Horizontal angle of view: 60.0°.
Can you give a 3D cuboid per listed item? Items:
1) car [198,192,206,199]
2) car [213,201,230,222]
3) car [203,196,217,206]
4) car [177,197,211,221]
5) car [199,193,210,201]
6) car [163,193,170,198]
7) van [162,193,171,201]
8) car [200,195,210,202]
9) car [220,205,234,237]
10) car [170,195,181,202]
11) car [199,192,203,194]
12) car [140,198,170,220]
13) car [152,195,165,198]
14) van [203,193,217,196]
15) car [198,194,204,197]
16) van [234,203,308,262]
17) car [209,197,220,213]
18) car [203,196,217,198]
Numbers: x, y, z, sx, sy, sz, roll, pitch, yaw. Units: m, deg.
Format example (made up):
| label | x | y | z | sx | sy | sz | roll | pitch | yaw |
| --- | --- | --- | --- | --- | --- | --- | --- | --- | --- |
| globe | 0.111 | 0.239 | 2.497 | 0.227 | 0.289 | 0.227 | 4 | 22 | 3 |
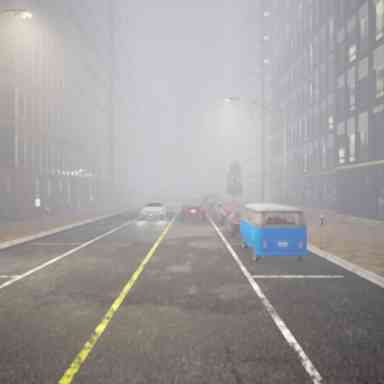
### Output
| label | x | y | z | sx | sy | sz | roll | pitch | yaw |
| --- | --- | --- | --- | --- | --- | --- | --- | --- | --- |
| car | 2.694 | 1.035 | 91.478 | 2.192 | 1.841 | 5.009 | 0 | 0 | 0 |
| car | 2.690 | 1.533 | 23.111 | 1.802 | 1.307 | 4.206 | 0 | 0 | 0 |
| car | 2.692 | 1.418 | 51.600 | 1.887 | 1.381 | 4.507 | 0 | 0 | 0 |
| car | 0.101 | 1.447 | 26.575 | 2.163 | 1.488 | 4.792 | 0 | 0 | 0 |
| car | 2.693 | 1.105 | 74.387 | 2.192 | 1.841 | 5.009 | 0 | 0 | 0 |
| car | -5.688 | 1.393 | 68.691 | 1.802 | 1.307 | 4.206 | 0 | 0 | 0 |
| van | -5.688 | 1.132 | 74.389 | 1.690 | 1.788 | 3.998 | 0 | 0 | 0 |
| car | 2.693 | 1.335 | 68.859 | 1.752 | 1.417 | 4.829 | 0 | 0 | 0 |
| car | 2.690 | 1.547 | 17.415 | 1.802 | 1.307 | 4.206 | 0 | 0 | 0 |
| car | -2.999 | 1.330 | 68.536 | 1.812 | 1.442 | 4.674 | 0 | 0 | 0 |
| car | 2.692 | 1.168 | 57.295 | 2.192 | 1.841 | 5.009 | 0 | 0 | 0 |
| car | -3.097 | 1.467 | 27.543 | 1.812 | 1.442 | 4.674 | 0 | 0 | 0 |
| car | -5.688 | 1.456 | 51.601 | 1.802 | 1.307 | 4.206 | 0 | 0 | 0 |
| van | 2.691 | 1.234 | 45.901 | 1.690 | 1.788 | 3.998 | 0 | 0 | 0 |
| car | 0.101 | 1.406 | 42.889 | 2.163 | 1.488 | 4.792 | 0 | 0 | 0 |
| van | 2.689 | 1.319 | 11.716 | 1.690 | 1.788 | 3.998 | 0 | 0 | 0 |
| car | 2.690 | 1.463 | 28.978 | 1.752 | 1.417 | 4.829 | 0 | 0 | 0 |
| car | 2.691 | 1.461 | 40.204 | 2.008 | 1.369 | 4.403 | 0 | 0 | 0 |
